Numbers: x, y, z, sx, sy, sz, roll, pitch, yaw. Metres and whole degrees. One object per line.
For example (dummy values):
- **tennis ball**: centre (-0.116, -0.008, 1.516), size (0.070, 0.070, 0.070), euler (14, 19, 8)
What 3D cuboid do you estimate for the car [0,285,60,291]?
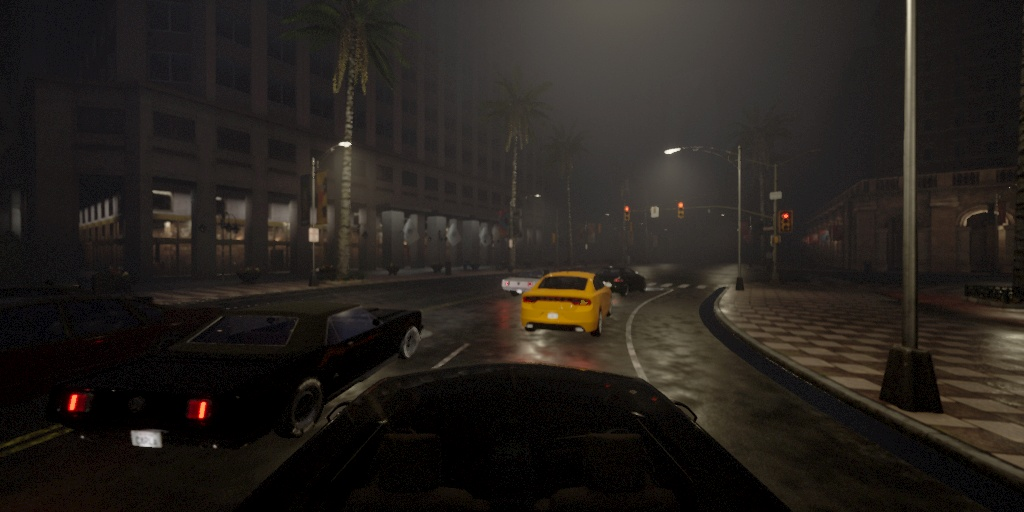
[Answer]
- **car**: centre (-10.048, 1.276, 6.649), size (2.033, 1.411, 5.357), euler (0, 0, 8)

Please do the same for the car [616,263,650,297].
- **car**: centre (5.446, 1.227, 18.510), size (1.994, 1.385, 4.181), euler (0, 0, 36)

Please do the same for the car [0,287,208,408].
- **car**: centre (-6.802, 1.284, 4.843), size (2.033, 1.411, 5.357), euler (0, 0, 7)

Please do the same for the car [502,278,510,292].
- **car**: centre (1.575, 1.269, 17.764), size (1.895, 1.301, 4.718), euler (0, 0, 34)

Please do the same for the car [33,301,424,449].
- **car**: centre (-2.984, 1.333, 5.400), size (1.895, 1.301, 4.718), euler (0, 0, 7)

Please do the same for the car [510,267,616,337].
- **car**: centre (1.769, 1.183, 10.383), size (1.882, 1.535, 5.008), euler (0, 0, 20)
